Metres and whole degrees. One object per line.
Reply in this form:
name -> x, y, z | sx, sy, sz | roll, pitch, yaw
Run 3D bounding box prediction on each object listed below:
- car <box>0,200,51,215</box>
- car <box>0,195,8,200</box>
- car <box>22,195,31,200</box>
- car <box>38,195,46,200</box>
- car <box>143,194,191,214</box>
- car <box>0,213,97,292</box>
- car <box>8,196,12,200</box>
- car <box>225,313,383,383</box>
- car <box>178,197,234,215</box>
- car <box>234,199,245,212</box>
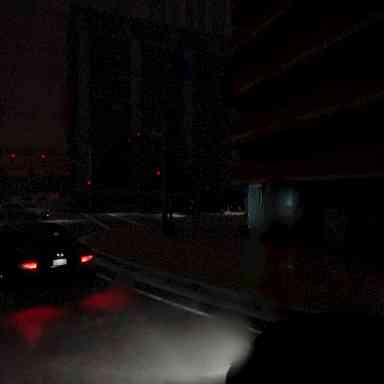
car -> -13.610, 1.564, 26.531 | 4.674, 1.442, 1.812 | 0, 0, 11
car -> -35.278, 1.352, 60.180 | 2.097, 1.767, 4.553 | 0, 0, -23
car -> -40.150, 1.525, 80.691 | 2.128, 1.511, 4.902 | 0, 0, -23
car -> -37.061, 1.540, 82.373 | 2.033, 1.411, 5.357 | 0, 0, -23
car -> -2.541, 1.277, 36.529 | 5.566, 2.045, 2.150 | 0, 0, -22
car -> -4.390, 1.547, 9.074 | 2.033, 1.411, 5.357 | 0, 0, -39
car -> -40.436, 1.530, 72.380 | 2.033, 1.411, 5.357 | 0, 0, -23
car -> 2.827, 1.547, 2.052 | 5.357, 1.411, 2.033 | 0, 0, 35
car -> 1.448, 1.560, 34.393 | 4.892, 1.490, 1.837 | 0, 0, -22
car -> 6.614, 1.560, 40.320 | 4.892, 1.490, 1.837 | 0, 0, -22
